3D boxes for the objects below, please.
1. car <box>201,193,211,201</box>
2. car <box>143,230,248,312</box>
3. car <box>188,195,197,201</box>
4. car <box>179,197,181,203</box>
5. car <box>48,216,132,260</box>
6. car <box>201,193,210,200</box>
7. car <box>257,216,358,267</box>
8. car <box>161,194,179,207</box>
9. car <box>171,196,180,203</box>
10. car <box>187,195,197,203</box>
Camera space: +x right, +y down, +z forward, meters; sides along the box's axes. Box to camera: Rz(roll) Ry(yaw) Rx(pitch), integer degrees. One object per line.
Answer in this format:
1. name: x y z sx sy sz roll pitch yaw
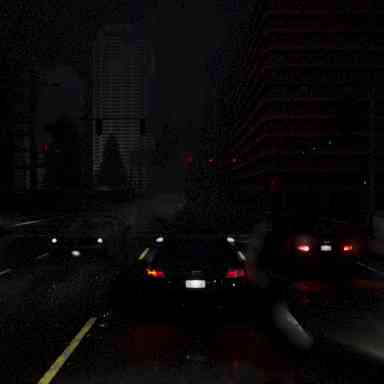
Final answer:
1. car: 3.566 1.491 80.558 1.837 1.490 4.892 0 0 0
2. car: 0.075 1.564 7.778 1.994 1.385 4.181 0 0 0
3. car: 0.066 1.532 81.417 2.033 1.411 5.357 0 0 0
4. car: -3.521 1.350 60.650 2.097 1.767 4.553 0 0 0
5. car: -3.596 1.600 12.571 1.895 1.301 4.718 0 0 0
6. car: 3.574 1.204 90.442 2.150 2.045 5.566 0 0 0
7. car: 3.599 1.547 11.398 2.033 1.411 5.357 0 0 0
8. car: -3.554 1.490 50.726 2.128 1.511 4.902 0 0 0
9. car: -3.443 1.522 70.629 1.812 1.442 4.674 0 0 0
10. car: 0.085 1.500 71.071 1.837 1.490 4.892 0 0 0
